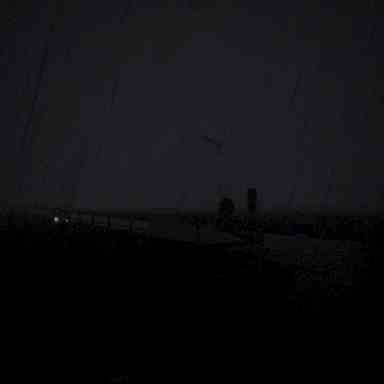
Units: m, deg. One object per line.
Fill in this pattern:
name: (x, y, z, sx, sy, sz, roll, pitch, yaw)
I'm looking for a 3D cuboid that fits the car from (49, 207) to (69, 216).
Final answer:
car: (-19.729, 2.866, 49.287, 1.895, 1.301, 4.718, 0, -1, -35)
